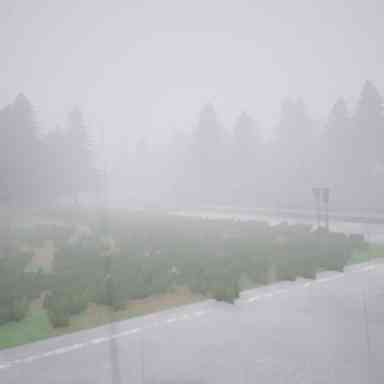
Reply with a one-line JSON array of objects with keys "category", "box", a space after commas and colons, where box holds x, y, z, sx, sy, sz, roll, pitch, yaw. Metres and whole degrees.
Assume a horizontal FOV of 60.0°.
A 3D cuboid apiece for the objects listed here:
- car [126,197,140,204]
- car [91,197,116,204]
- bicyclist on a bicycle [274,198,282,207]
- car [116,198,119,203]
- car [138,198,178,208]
[{"category": "car", "box": [-8.240, 1.560, 49.697, 2.128, 1.511, 4.902, 0, 0, -35]}, {"category": "car", "box": [-14.249, 1.601, 52.006, 2.128, 1.511, 4.902, 0, 0, -36]}, {"category": "bicyclist on a bicycle", "box": [8.369, 1.352, 32.284, 1.656, 1.620, 0.582, -12, 7, -35]}, {"category": "car", "box": [-14.312, 1.573, 58.109, 1.837, 1.490, 4.892, 0, 0, -36]}, {"category": "car", "box": [-3.567, 1.628, 36.911, 2.033, 1.411, 5.357, 0, 0, -36]}]
